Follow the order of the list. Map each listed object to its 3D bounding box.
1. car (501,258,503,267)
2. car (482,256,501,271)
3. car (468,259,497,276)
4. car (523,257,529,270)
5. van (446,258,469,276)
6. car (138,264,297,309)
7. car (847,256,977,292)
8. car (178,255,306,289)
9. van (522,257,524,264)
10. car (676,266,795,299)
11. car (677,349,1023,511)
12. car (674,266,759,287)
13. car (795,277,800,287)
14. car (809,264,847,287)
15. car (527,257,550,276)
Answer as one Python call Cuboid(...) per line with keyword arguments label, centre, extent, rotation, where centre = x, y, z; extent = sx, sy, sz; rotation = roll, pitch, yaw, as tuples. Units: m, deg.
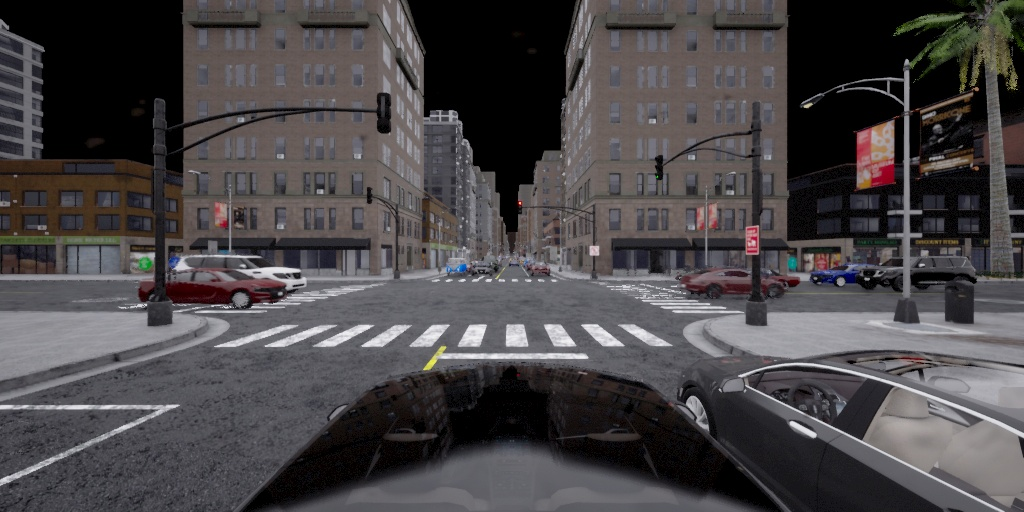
Cuboid(label="car", centre=(-2.847, 1.354, 55.711), extent=(1.895, 1.301, 4.718), rotation=(0, 0, 0))
Cuboid(label="car", centre=(-2.896, 0.975, 45.920), extent=(2.150, 2.045, 5.566), rotation=(0, 0, 0))
Cuboid(label="car", centre=(-2.945, 1.316, 36.612), extent=(1.994, 1.385, 4.181), rotation=(0, 0, 0))
Cuboid(label="car", centre=(2.880, 1.193, 48.273), extent=(1.967, 1.591, 4.097), rotation=(0, 0, 0))
Cuboid(label="van", centre=(-5.701, 1.093, 36.974), extent=(1.690, 1.789, 3.998), rotation=(0, 0, 0))
Cuboid(label="car", centre=(-11.674, 1.215, 14.189), extent=(5.008, 1.535, 1.882), rotation=(0, 0, 0))
Cuboid(label="car", centre=(23.610, 1.007, 21.061), extent=(5.566, 2.045, 2.150), rotation=(0, 0, 0))
Cuboid(label="car", centre=(-13.305, 0.951, 17.609), extent=(5.566, 2.045, 2.150), rotation=(0, 0, -3))
Cuboid(label="van", centre=(2.934, 1.094, 59.612), extent=(1.690, 1.789, 3.998), rotation=(0, 0, 0))
Cuboid(label="car", centre=(10.680, 1.294, 17.547), extent=(4.674, 1.442, 1.812), rotation=(0, 0, 0))
Cuboid(label="car", centre=(2.668, 1.300, 2.286), extent=(2.007, 1.370, 4.403), rotation=(0, 0, 0))
Cuboid(label="car", centre=(13.738, 1.365, 24.263), extent=(4.718, 1.301, 1.895), rotation=(0, 0, 0))
Cuboid(label="car", centre=(13.857, 1.369, 21.014), extent=(4.718, 1.301, 1.895), rotation=(0, 0, 0))
Cuboid(label="car", centre=(23.058, 1.258, 24.308), extent=(5.008, 1.535, 1.882), rotation=(0, 0, 0))
Cuboid(label="car", centre=(2.825, 1.192, 36.935), extent=(1.967, 1.591, 4.097), rotation=(0, 0, 0))
